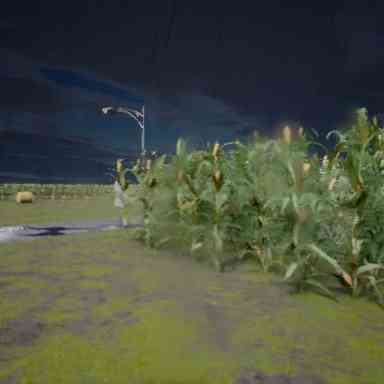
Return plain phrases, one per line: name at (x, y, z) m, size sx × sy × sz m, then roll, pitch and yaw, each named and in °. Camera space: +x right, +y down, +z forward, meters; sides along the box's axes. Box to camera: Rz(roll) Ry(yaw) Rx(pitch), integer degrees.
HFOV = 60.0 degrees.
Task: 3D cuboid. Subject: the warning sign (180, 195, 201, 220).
warning sign at (-0.113, 1.206, 26.427) m, size 1.300 × 1.860 × 1.060 m, roll 1°, pitch 1°, yaw 35°
